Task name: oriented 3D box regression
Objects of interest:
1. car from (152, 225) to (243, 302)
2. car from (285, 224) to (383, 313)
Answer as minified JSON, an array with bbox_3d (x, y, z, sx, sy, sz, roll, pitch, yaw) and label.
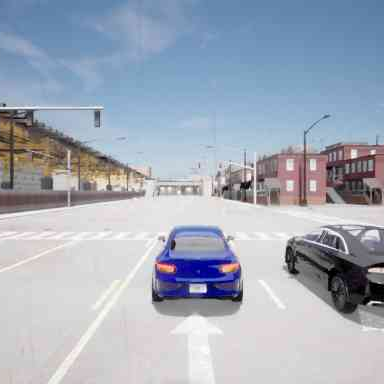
[{"bbox_3d":[0.106,1.526,8.142,1.812,1.442,4.674,0,0,0],"label":"car"},{"bbox_3d":[3.609,1.492,7.650,2.128,1.511,4.902,0,0,-1],"label":"car"}]
